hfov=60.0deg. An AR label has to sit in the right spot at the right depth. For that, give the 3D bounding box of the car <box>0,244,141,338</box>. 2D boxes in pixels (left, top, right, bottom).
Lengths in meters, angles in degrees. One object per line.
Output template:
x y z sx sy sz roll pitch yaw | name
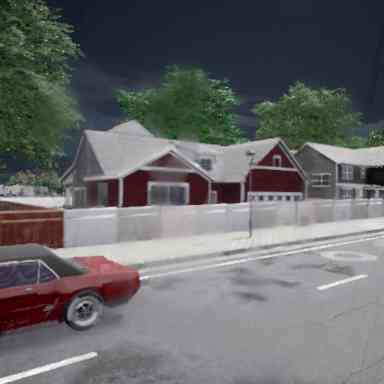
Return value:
-3.326 1.600 5.295 4.718 1.301 1.895 0 0 -35 | car
